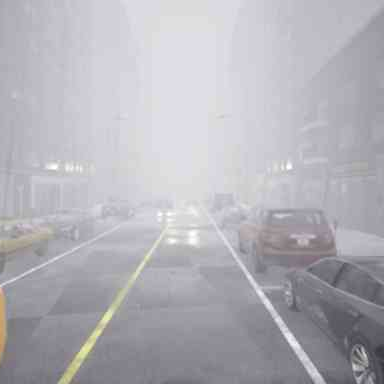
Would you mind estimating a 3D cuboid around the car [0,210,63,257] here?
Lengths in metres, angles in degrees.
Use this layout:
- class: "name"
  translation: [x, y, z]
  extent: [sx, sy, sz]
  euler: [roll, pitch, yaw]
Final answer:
- class: "car"
  translation: [-5.860, 1.481, 10.176]
  extent: [1.752, 1.417, 4.829]
  euler: [0, 0, 0]

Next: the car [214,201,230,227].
- class: "car"
  translation: [2.664, 1.490, 21.555]
  extent: [1.802, 1.307, 4.206]
  euler: [0, 0, 0]

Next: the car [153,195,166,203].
- class: "car"
  translation: [-5.869, 1.302, 60.707]
  extent: [2.008, 1.369, 4.403]
  euler: [0, 0, 0]

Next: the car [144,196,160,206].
- class: "car"
  translation: [-5.867, 1.338, 49.516]
  extent: [1.887, 1.381, 4.507]
  euler: [0, 0, 0]

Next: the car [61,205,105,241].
- class: "car"
  translation: [-5.861, 1.482, 15.942]
  extent: [2.008, 1.369, 4.403]
  euler: [0, 0, 0]

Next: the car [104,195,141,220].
- class: "car"
  translation: [-5.863, 1.199, 27.132]
  extent: [2.192, 1.841, 5.009]
  euler: [0, 0, 0]

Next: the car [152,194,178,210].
- class: "car"
  translation: [-3.095, 1.328, 38.918]
  extent: [2.128, 1.511, 4.902]
  euler: [0, 0, 0]

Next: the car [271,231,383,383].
- class: "car"
  translation: [2.667, 1.545, 4.772]
  extent: [1.947, 1.339, 4.313]
  euler: [0, 0, 0]

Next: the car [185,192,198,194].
- class: "car"
  translation: [-0.010, 1.268, 65.534]
  extent: [1.812, 1.442, 4.674]
  euler: [0, 0, 0]

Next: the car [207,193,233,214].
- class: "car"
  translation: [2.995, 1.083, 33.377]
  extent: [2.150, 2.045, 5.566]
  euler: [0, 0, 0]

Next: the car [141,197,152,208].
- class: "car"
  translation: [-5.866, 1.360, 43.920]
  extent: [1.887, 1.381, 4.507]
  euler: [0, 0, 0]

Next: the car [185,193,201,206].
- class: "car"
  translation: [0.010, 1.319, 49.984]
  extent: [1.812, 1.442, 4.674]
  euler: [0, 0, 0]

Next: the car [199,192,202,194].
- class: "car"
  translation: [2.656, 1.282, 66.308]
  extent: [2.008, 1.369, 4.403]
  euler: [0, 0, 0]

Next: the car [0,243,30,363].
- class: "car"
  translation: [-3.090, 1.469, 1.818]
  extent: [1.882, 1.535, 5.008]
  euler: [0, 0, 0]

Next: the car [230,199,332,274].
- class: "car"
  translation: [2.666, 1.271, 10.366]
  extent: [2.192, 1.841, 5.009]
  euler: [0, 0, 0]

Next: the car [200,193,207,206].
- class: "car"
  translation: [2.659, 1.235, 49.525]
  extent: [1.967, 1.590, 4.097]
  euler: [0, 0, 0]

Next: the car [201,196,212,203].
- class: "car"
  translation: [2.657, 1.334, 60.715]
  extent: [1.802, 1.307, 4.206]
  euler: [0, 0, 0]
